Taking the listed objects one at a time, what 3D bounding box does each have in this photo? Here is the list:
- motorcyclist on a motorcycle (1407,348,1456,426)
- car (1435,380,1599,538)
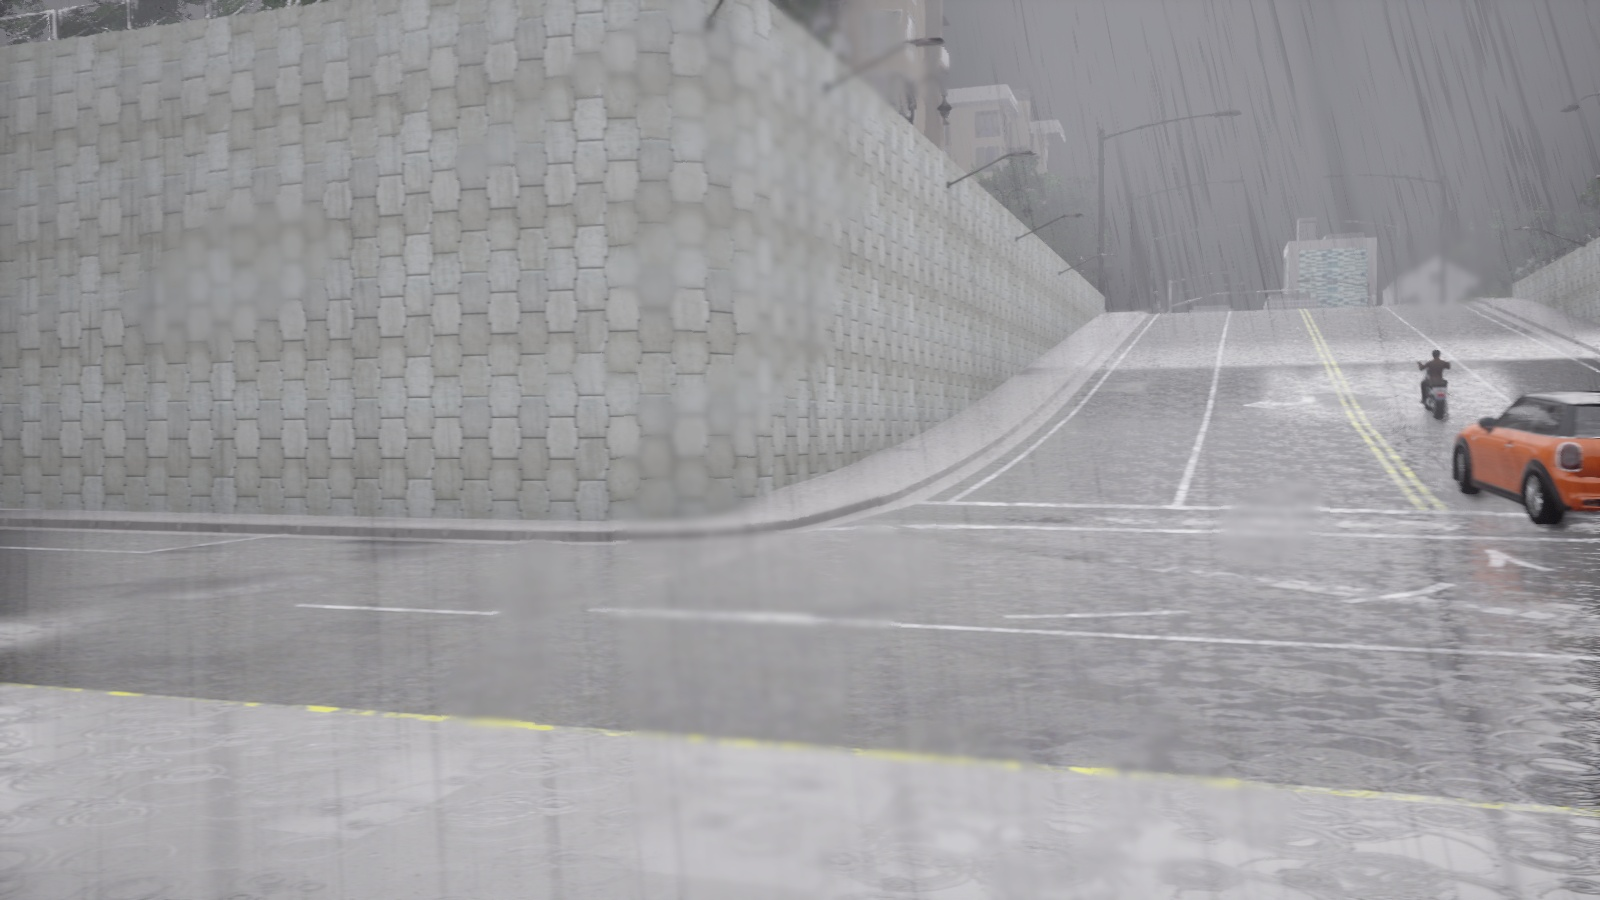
[{"bbox_3d":[15.449,-1.573,30.777,0.766,1.649,2.350,1,9,20],"label":"motorcyclist on a motorcycle"},{"bbox_3d":[10.858,0.006,17.881,2.097,1.767,4.553,0,6,12],"label":"car"}]
